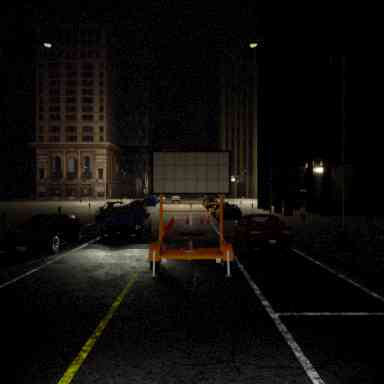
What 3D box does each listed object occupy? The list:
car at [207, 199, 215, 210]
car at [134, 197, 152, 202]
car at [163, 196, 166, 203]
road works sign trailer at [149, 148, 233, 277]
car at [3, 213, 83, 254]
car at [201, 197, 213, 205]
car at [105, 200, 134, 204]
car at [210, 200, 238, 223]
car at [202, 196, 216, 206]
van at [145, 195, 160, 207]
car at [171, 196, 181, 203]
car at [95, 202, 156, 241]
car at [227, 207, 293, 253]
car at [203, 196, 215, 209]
[{"bbox_3d":[2.683,1.558,30.446,1.947,1.339,4.313,0,0,0],"label":"car"},{"bbox_3d":[-5.856,1.554,36.064,1.947,1.339,4.313,0,0,0],"label":"car"},{"bbox_3d":[-5.928,1.512,64.269,2.008,1.369,4.403,0,0,0],"label":"car"},{"bbox_3d":[-0.026,0.463,10.253,2.380,3.560,2.880,0,0,0],"label":"road works sign trailer"},{"bbox_3d":[-5.799,1.564,13.500,1.947,1.339,4.313,0,0,0],"label":"car"},{"bbox_3d":[2.612,1.518,58.651,2.008,1.369,4.403,0,0,0],"label":"car"},{"bbox_3d":[-5.828,1.435,24.782,1.967,1.590,4.097,0,0,0],"label":"car"},{"bbox_3d":[2.698,1.545,24.806,2.008,1.369,4.403,0,0,0],"label":"car"},{"bbox_3d":[2.626,1.413,53.010,1.967,1.590,4.097,0,0,0],"label":"car"},{"bbox_3d":[-5.885,1.320,47.346,1.690,1.788,3.998,0,0,0],"label":"van"},{"bbox_3d":[-3.172,1.505,67.414,2.033,1.411,5.357,0,0,0],"label":"car"},{"bbox_3d":[-3.142,1.475,16.731,1.882,1.535,5.008,0,0,0],"label":"car"},{"bbox_3d":[2.726,1.543,13.525,1.887,1.381,4.507,0,0,0],"label":"car"},{"bbox_3d":[2.654,1.509,41.898,1.752,1.417,4.829,0,0,0],"label":"car"}]
